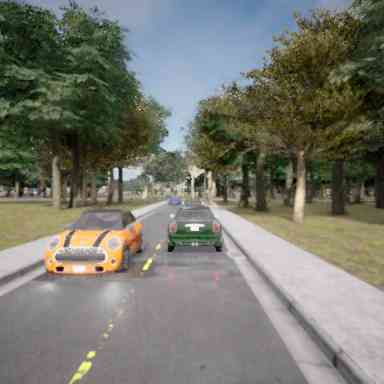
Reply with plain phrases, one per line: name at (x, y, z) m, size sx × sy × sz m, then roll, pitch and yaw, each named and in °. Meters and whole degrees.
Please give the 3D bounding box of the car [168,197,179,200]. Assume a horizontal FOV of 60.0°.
car at (-2.793, 1.517, 54.451) m, size 1.882 × 1.535 × 5.008 m, roll 0°, pitch 0°, yaw 0°

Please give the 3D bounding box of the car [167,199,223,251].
car at (0.103, 1.360, 14.277) m, size 2.097 × 1.767 × 4.553 m, roll 0°, pitch 0°, yaw 0°

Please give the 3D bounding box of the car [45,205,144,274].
car at (-2.848, 1.358, 10.650) m, size 2.097 × 1.767 × 4.553 m, roll 0°, pitch 0°, yaw 0°
